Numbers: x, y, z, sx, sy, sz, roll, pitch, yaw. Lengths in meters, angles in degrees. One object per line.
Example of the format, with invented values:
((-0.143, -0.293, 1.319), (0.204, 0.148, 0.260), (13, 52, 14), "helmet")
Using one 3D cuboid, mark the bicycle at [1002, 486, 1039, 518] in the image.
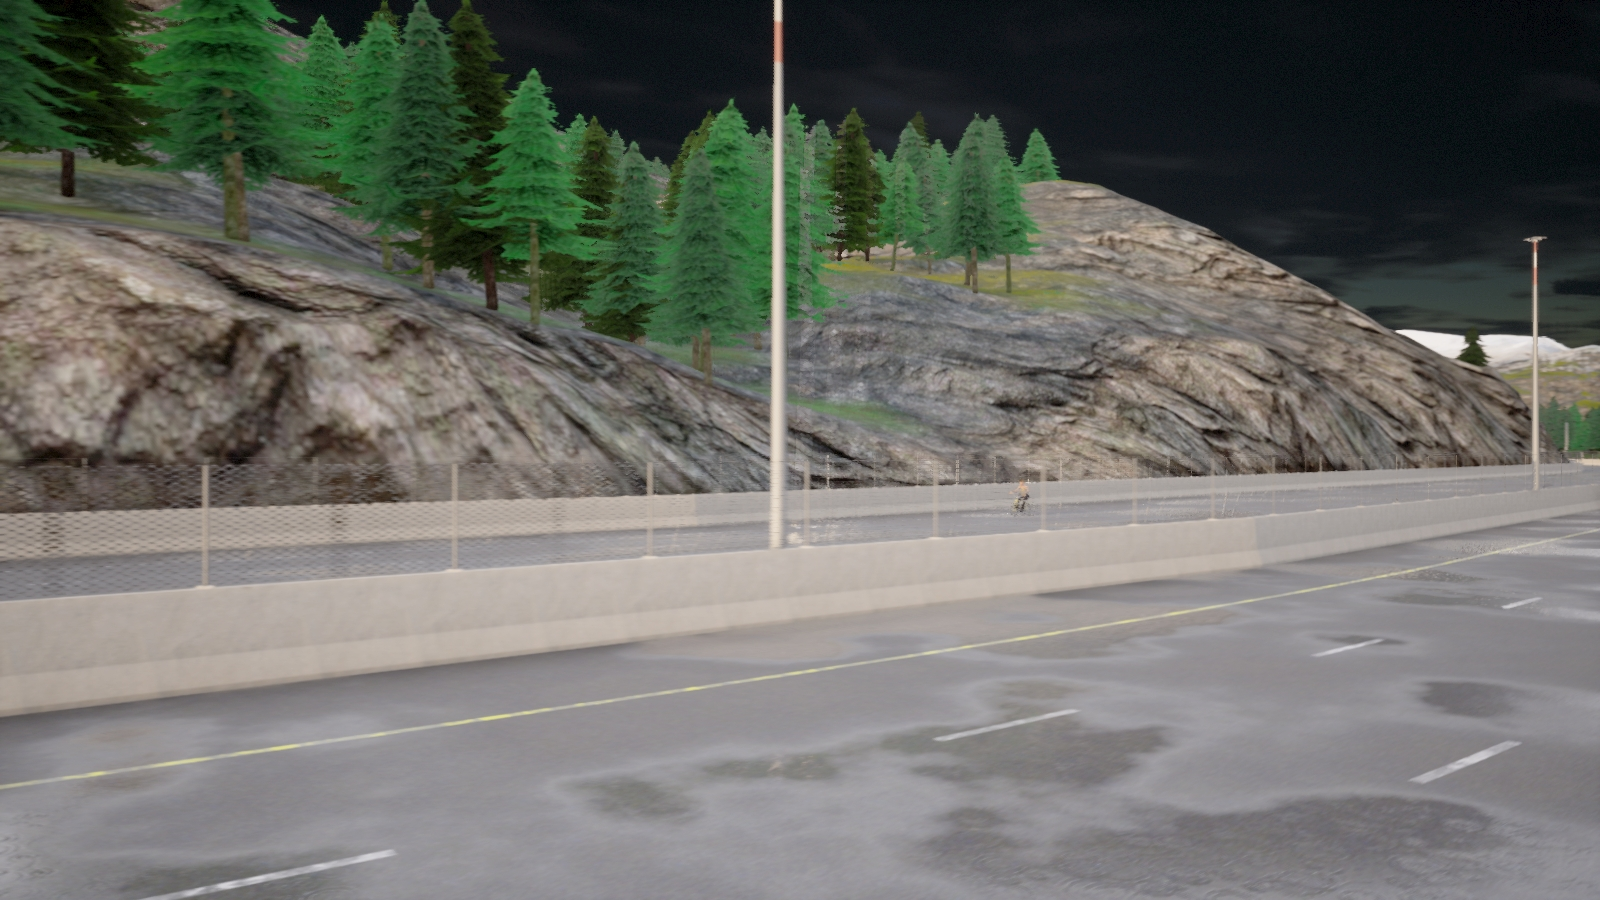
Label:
((9.460, 2.210, 48.932), (1.487, 1.295, 0.859), (0, 0, -44), "bicycle")
